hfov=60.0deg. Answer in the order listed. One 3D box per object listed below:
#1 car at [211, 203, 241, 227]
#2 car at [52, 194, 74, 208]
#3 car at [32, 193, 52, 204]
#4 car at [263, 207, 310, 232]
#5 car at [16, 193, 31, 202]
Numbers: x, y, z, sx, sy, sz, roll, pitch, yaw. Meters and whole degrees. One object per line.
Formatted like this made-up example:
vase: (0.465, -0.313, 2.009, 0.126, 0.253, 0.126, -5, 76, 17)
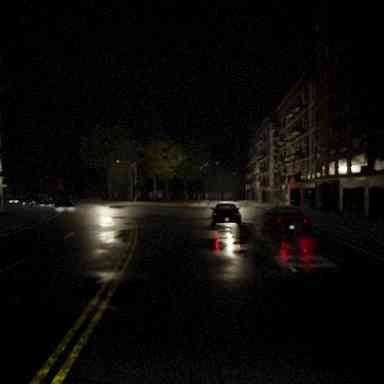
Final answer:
car: (2.262, 1.462, 22.234, 1.812, 1.442, 4.674, 0, 0, 4)
car: (-19.838, 1.295, 51.573, 2.150, 2.045, 5.566, -1, 0, -29)
car: (-28.961, 1.321, 65.076, 2.150, 2.045, 5.566, -1, 0, -38)
car: (5.325, 1.527, 19.377, 1.895, 1.301, 4.718, 0, 0, 4)
car: (-38.808, 1.613, 77.471, 1.837, 1.490, 4.892, -1, 0, -38)
